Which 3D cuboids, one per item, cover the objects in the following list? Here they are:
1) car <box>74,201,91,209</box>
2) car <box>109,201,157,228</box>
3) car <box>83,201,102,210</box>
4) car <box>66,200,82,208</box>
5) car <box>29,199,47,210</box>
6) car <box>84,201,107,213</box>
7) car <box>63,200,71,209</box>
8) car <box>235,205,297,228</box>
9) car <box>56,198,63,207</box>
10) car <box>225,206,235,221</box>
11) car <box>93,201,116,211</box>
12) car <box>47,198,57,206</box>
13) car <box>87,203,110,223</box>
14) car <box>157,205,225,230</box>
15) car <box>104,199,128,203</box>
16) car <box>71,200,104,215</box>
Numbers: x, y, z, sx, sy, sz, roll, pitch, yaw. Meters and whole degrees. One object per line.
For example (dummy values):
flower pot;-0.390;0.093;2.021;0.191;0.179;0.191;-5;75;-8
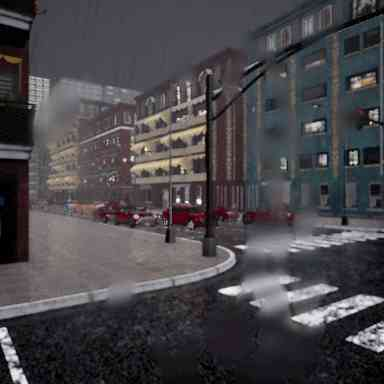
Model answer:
car;-19.966;2.318;60.598;1.802;1.307;4.206;-1;0;-35
car;-4.142;1.689;24.241;1.967;1.590;4.097;-1;0;-35
car;-16.785;2.250;56.052;1.802;1.307;4.206;-1;0;-35
car;-23.148;2.369;65.144;1.947;1.339;4.313;-1;0;-35
car;-26.413;2.167;56.062;1.967;1.590;4.097;-1;0;-35
car;-13.826;2.083;47.435;1.812;1.442;4.674;0;-1;-35
car;-19.526;2.205;55.510;1.812;1.442;4.674;0;-1;-35
car;5.490;1.630;24.236;1.967;1.590;4.097;-1;0;-35
car;-26.330;2.421;69.689;2.008;1.369;4.403;-1;0;-35
car;2.308;1.840;28.780;1.802;1.307;4.206;-1;0;-35
car;-13.604;2.151;51.506;2.008;1.369;4.403;-1;0;-35
car;-32.697;2.320;78.782;2.192;1.841;5.009;-1;0;-35
car;-7.321;1.899;28.786;1.802;1.307;4.206;-1;0;-35
car;-0.216;1.688;22.948;1.882;1.535;5.008;0;-1;-35
car;-10.426;1.847;46.961;2.192;1.841;5.009;-1;0;-35
car;-13.025;1.838;41.287;2.097;1.767;4.553;0;-1;-35
